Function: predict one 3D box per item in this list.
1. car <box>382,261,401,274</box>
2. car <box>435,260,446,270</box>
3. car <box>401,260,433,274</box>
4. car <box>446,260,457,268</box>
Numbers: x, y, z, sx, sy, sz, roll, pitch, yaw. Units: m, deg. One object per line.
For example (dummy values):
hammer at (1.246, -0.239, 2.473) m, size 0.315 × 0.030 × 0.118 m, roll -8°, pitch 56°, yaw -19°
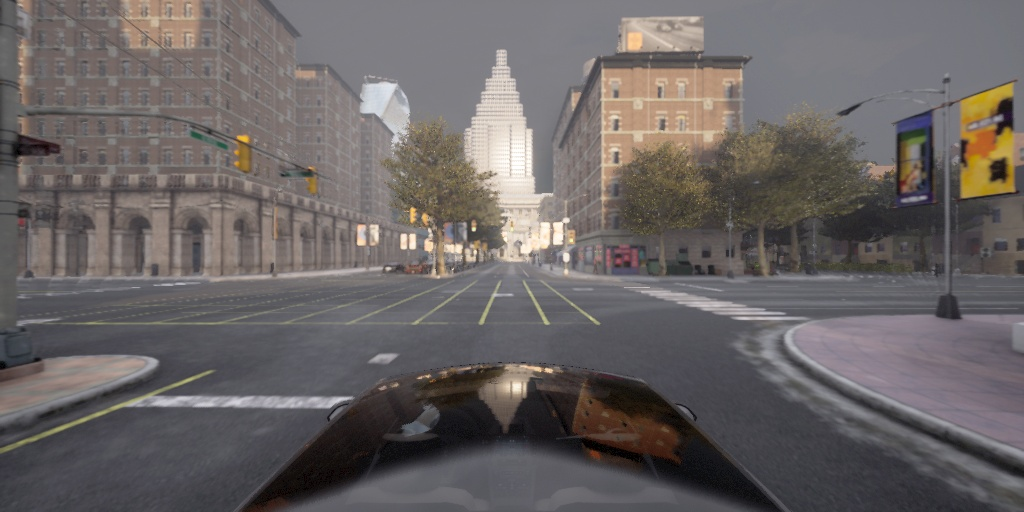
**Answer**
car at (-15.078, 1.432, 46.079) m, size 2.128 × 1.511 × 4.902 m, roll 0°, pitch 0°, yaw 0°
car at (-11.534, 1.450, 53.241) m, size 1.882 × 1.535 × 5.008 m, roll 0°, pitch 0°, yaw 0°
car at (-11.590, 1.285, 44.227) m, size 2.097 × 1.767 × 4.553 m, roll 0°, pitch 0°, yaw 0°
car at (-11.517, 1.580, 63.255) m, size 1.994 × 1.385 × 4.181 m, roll 0°, pitch 0°, yaw 0°
